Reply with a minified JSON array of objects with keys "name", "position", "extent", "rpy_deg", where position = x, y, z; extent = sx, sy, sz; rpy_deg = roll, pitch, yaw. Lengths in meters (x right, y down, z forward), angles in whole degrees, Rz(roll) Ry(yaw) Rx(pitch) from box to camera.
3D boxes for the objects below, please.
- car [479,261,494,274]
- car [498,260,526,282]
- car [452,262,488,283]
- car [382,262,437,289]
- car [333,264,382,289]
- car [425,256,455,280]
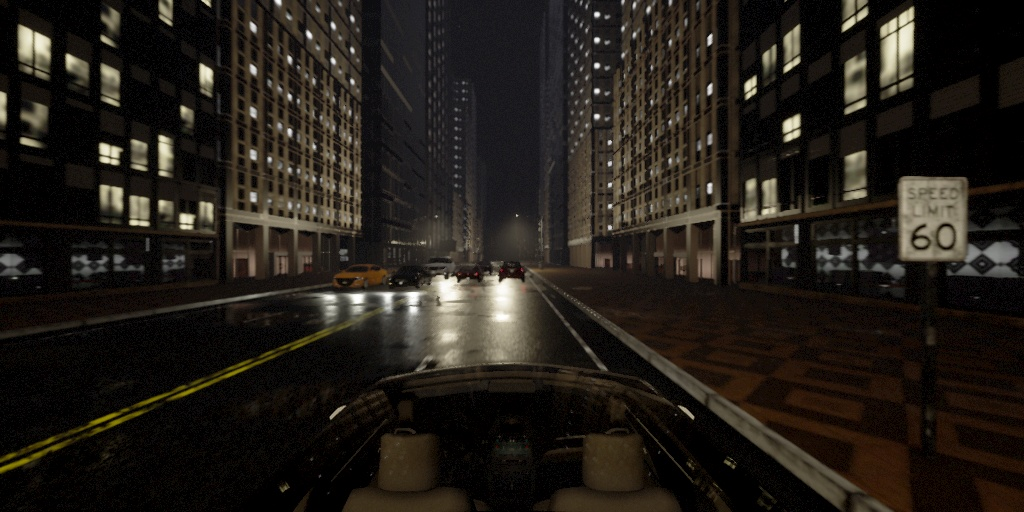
[{"name":"car","position":[-3.228,1.302,42.256],"extent":[1.882,1.535,5.008],"rpy_deg":[0,0,1]},{"name":"car","position":[-0.007,1.140,29.100],"extent":[2.097,1.767,4.553],"rpy_deg":[0,0,0]},{"name":"car","position":[-3.258,1.389,28.782],"extent":[1.895,1.301,4.718],"rpy_deg":[0,0,0]},{"name":"car","position":[-6.508,1.332,23.402],"extent":[1.837,1.490,4.892],"rpy_deg":[0,0,0]},{"name":"car","position":[-9.758,1.282,23.401],"extent":[1.882,1.535,5.008],"rpy_deg":[0,0,0]},{"name":"car","position":[-6.511,1.019,32.573],"extent":[2.150,2.045,5.566],"rpy_deg":[0,0,0]}]
